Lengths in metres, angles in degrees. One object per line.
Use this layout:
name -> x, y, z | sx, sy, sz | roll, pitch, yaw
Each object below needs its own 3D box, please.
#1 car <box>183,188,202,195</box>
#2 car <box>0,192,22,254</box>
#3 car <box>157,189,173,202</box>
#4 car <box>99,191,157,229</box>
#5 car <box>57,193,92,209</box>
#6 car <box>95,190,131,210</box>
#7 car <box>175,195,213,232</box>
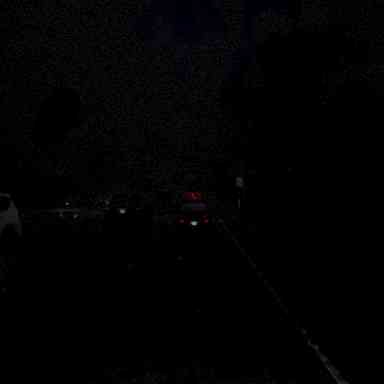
car -> 0.100, 0.280, 38.149 | 2.097, 1.767, 4.553 | 0, 2, 0
car -> -7.046, 1.065, 9.428 | 2.150, 2.045, 5.566 | 0, 2, 0
car -> -3.400, 0.334, 40.406 | 1.882, 1.535, 5.008 | 0, 2, 0
car -> -3.400, 0.911, 18.352 | 2.097, 1.767, 4.553 | 0, 2, 0
car -> -10.594, 0.746, 30.213 | 1.994, 1.385, 4.181 | 0, 2, 0
car -> -7.095, 0.663, 30.555 | 2.128, 1.511, 4.902 | 0, 2, 0
car -> 0.087, 1.128, 17.014 | 1.812, 1.442, 4.674 | 0, 2, 0
